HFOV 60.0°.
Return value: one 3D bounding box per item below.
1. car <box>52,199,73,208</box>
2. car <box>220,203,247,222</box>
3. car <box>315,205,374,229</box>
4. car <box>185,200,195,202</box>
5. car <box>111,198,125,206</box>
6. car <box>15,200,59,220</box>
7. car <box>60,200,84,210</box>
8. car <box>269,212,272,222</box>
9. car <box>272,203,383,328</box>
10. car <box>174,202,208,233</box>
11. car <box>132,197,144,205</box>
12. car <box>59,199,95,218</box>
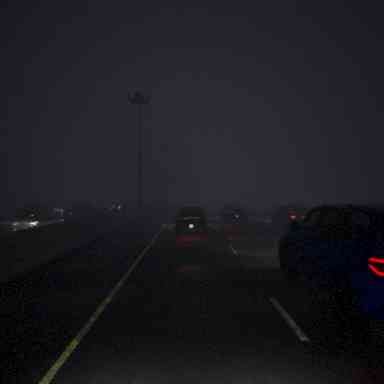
[{"bbox_3d":[-21.500,1.935,55.392,1.994,1.385,4.181,0,0,0],"label":"car"},{"bbox_3d":[3.396,1.648,27.455,1.812,1.442,4.674,0,0,0],"label":"car"},{"bbox_3d":[10.421,1.670,23.162,1.895,1.301,4.718,0,0,0],"label":"car"},{"bbox_3d":[-0.222,1.725,39.728,1.812,1.442,4.674,0,0,0],"label":"car"},{"bbox_3d":[-14.545,1.916,65.456,1.812,1.442,4.674,0,0,0],"label":"car"},{"bbox_3d":[-14.339,1.723,30.557,1.837,1.490,4.892,0,-1,0],"label":"car"},{"bbox_3d":[-17.976,1.892,50.012,1.994,1.385,4.181,0,0,0],"label":"car"},{"bbox_3d":[6.919,1.634,23.400,2.033,1.411,5.357,0,0,-1],"label":"car"},{"bbox_3d":[3.541,1.242,7.141,2.150,2.045,5.566,0,0,0],"label":"car"},{"bbox_3d":[-0.059,1.607,20.453,1.837,1.490,4.892,0,0,0],"label":"car"},{"bbox_3d":[-11.066,1.884,67.998,1.837,1.490,4.892,0,0,0],"label":"car"},{"bbox_3d":[-10.851,1.702,32.176,2.128,1.511,4.902,0,0,0],"label":"car"}]
